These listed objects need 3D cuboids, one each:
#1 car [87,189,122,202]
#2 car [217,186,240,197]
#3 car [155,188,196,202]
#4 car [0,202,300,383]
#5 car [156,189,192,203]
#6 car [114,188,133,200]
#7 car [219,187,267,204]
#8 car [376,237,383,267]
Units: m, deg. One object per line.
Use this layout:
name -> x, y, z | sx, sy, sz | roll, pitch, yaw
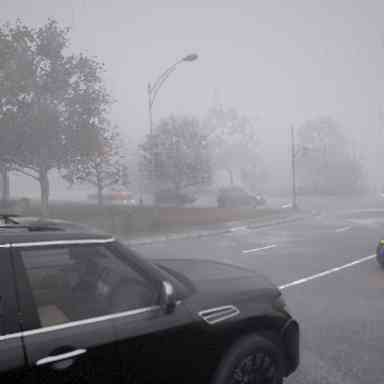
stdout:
car -> -13.000, 0.670, 48.435 | 4.718, 1.301, 1.895 | 2, 4, 33
car -> 5.737, 0.355, 40.601 | 5.566, 2.045, 2.150 | 0, 3, 33
car -> -2.166, 0.514, 41.499 | 5.566, 2.045, 2.150 | 1, 3, 33
car -> -1.490, 1.220, 2.835 | 5.566, 2.045, 2.150 | 0, 0, -36
car -> -2.469, 0.454, 45.848 | 4.553, 1.767, 2.097 | 1, 3, 33
car -> -11.336, 0.241, 51.508 | 4.553, 1.767, 2.097 | 2, 4, 33
car -> 5.796, 0.642, 36.423 | 4.553, 1.767, 2.097 | -1, 3, 33
car -> 7.138, 1.435, 9.828 | 4.181, 1.385, 1.994 | -2, 1, -42
